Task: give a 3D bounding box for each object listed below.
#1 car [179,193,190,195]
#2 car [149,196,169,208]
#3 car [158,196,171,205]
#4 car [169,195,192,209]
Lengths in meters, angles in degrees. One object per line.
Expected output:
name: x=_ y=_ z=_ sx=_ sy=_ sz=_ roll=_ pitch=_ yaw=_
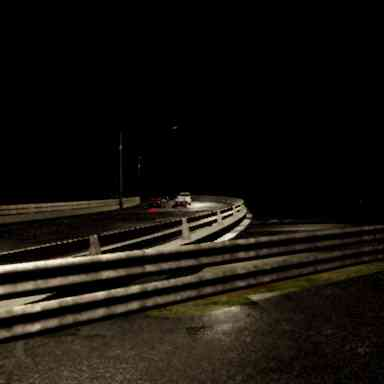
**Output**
car: x=-1.252 y=1.182 z=55.425 sx=2.150 sy=2.045 sz=5.566 roll=0 pitch=0 yaw=-2
car: x=-4.884 y=1.473 z=47.070 sx=1.837 sy=1.490 sz=4.892 roll=0 pitch=0 yaw=3
car: x=-4.786 y=1.452 z=57.064 sx=2.128 sy=1.511 sz=4.902 roll=0 pitch=0 yaw=-5
car: x=-1.489 y=1.515 z=45.097 sx=2.033 sy=1.411 sz=5.357 roll=0 pitch=0 yaw=4
